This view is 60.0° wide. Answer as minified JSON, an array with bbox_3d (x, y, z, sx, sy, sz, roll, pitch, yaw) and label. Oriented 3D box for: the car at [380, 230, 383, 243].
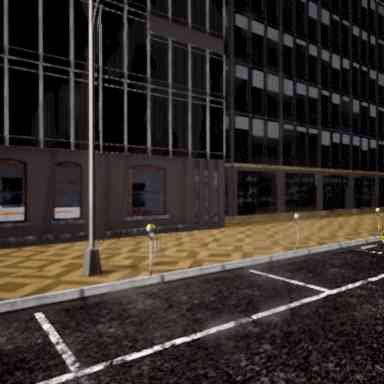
[{"bbox_3d":[9.222,1.413,13.141,4.829,1.417,1.752,-1,1,-36],"label":"car"}]
